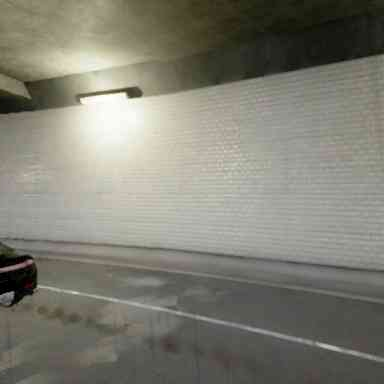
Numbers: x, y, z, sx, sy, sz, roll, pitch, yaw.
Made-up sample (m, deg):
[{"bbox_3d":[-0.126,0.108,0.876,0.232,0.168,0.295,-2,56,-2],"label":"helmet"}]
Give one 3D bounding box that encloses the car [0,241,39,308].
[{"bbox_3d":[-5.159,1.472,6.311,4.902,1.511,2.128,0,0,25],"label":"car"}]
